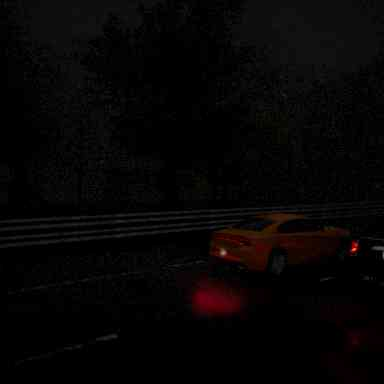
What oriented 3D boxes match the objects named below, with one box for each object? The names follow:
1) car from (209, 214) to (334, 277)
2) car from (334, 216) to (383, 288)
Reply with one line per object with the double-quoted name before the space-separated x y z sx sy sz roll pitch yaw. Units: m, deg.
"car" 2.835 1.402 10.075 5.008 1.535 1.882 -1 0 -35
"car" 5.671 1.270 7.791 4.553 1.767 2.097 -1 0 -35
